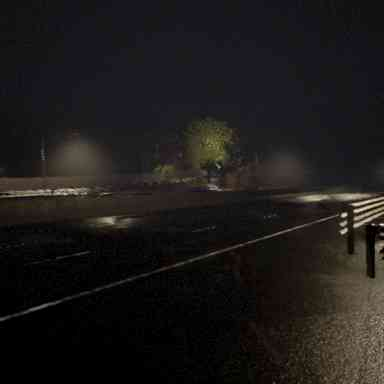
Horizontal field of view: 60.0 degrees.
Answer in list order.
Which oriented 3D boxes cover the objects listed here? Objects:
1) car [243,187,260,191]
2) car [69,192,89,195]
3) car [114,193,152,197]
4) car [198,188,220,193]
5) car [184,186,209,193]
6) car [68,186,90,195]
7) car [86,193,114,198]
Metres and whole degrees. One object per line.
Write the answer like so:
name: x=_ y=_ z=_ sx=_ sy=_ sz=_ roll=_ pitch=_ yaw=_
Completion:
car: x=9.303 y=0.085 z=52.577 sx=2.097 sy=1.767 sz=4.553 roll=-1 pitch=1 yaw=38
car: x=-10.846 y=0.946 z=38.074 sx=2.033 sy=1.411 sz=5.357 roll=-1 pitch=1 yaw=38
car: x=-5.247 y=0.864 z=33.872 sx=1.812 sy=1.442 sz=4.674 roll=-1 pitch=1 yaw=38
car: x=3.306 y=0.460 z=50.607 sx=1.994 sy=1.385 sz=4.181 roll=-1 pitch=1 yaw=38
car: x=0.877 y=0.133 z=53.180 sx=2.150 sy=2.045 sz=5.566 roll=-1 pitch=1 yaw=38
car: x=-20.860 y=-0.346 z=61.247 sx=1.882 sy=1.535 sz=5.008 roll=-1 pitch=3 yaw=17
car: x=-8.514 y=0.989 z=35.369 sx=1.895 sy=1.301 sz=4.718 roll=-1 pitch=1 yaw=38
